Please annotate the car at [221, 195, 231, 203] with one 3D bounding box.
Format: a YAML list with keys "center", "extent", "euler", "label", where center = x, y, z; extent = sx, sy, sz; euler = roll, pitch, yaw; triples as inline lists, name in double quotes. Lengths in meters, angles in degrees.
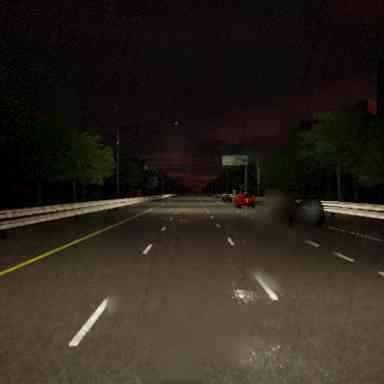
- center: [7.259, 1.489, 69.897]
  extent: [1.837, 1.490, 4.892]
  euler: [0, 0, 0]
  label: "car"

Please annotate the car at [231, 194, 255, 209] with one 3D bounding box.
- center: [7.105, 1.225, 45.261]
  extent: [2.150, 2.045, 5.566]
  euler: [0, 0, 0]
  label: "car"

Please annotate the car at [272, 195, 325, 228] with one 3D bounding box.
- center: [7.024, 1.224, 22.426]
  extent: [2.150, 2.045, 5.566]
  euler: [0, 0, 0]
  label: "car"
